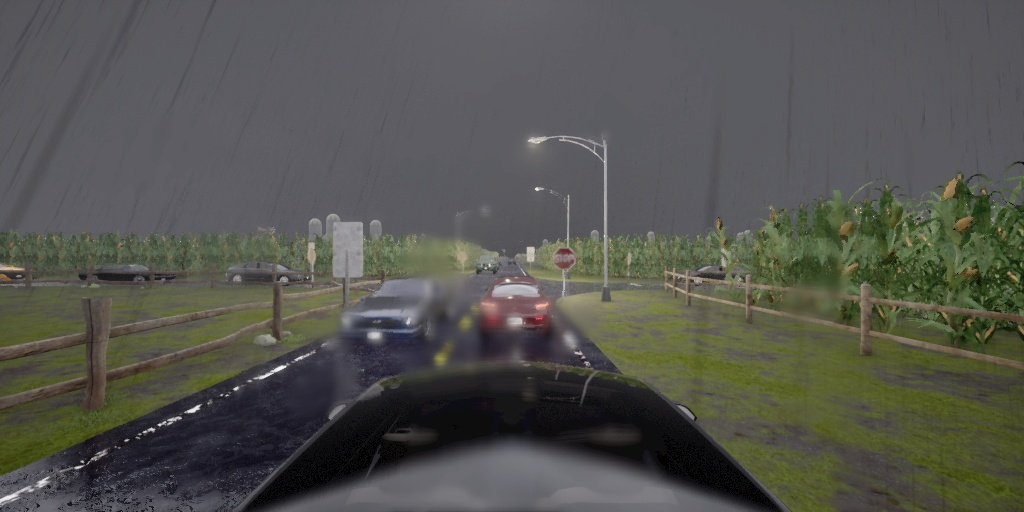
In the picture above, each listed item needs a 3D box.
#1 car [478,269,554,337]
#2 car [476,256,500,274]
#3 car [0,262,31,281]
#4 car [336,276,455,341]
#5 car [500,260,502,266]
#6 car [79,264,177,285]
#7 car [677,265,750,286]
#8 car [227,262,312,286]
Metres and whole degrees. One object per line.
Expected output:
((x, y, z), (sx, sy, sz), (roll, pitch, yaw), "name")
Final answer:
((0.101, 1.276, 10.154), (1.812, 1.442, 4.674), (0, 0, 0), "car")
((-2.830, 0.961, 41.180), (2.150, 2.045, 5.566), (0, 0, 0), "car")
((-34.711, 1.027, 23.457), (5.008, 1.535, 1.882), (0, -1, 1), "car")
((-2.847, 1.298, 10.169), (2.033, 1.411, 5.357), (0, 0, 0), "car")
((-2.831, 1.280, 52.507), (2.033, 1.411, 5.357), (0, 0, -1), "car")
((-24.863, 1.200, 23.346), (4.718, 1.301, 1.895), (0, -1, 0), "car")
((14.462, 1.371, 25.892), (4.892, 1.490, 1.837), (0, -1, 1), "car")
((-15.655, 1.155, 23.252), (4.892, 1.490, 1.837), (0, -1, 1), "car")
